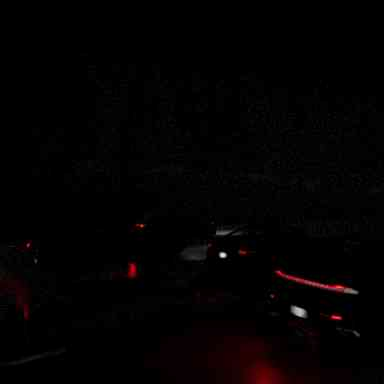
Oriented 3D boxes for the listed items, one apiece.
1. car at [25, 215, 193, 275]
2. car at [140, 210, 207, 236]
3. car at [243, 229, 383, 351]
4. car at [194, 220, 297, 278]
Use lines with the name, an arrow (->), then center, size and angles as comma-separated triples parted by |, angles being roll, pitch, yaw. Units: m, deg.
car -> -2.538, 1.620, 10.523 | 4.718, 1.301, 1.895 | 1, 0, -35
car -> -0.960, 1.577, 15.930 | 4.674, 1.442, 1.812 | 0, 0, -35
car -> 3.531, 1.542, 6.243 | 4.902, 1.511, 2.128 | 0, 0, -35
car -> 2.426, 1.619, 9.748 | 4.181, 1.385, 1.994 | 1, 0, -35
